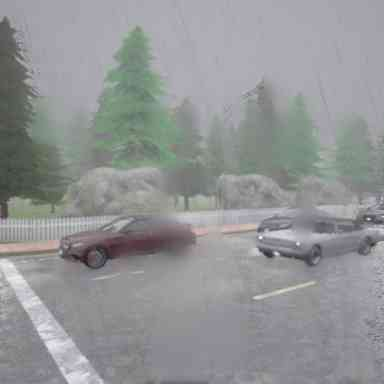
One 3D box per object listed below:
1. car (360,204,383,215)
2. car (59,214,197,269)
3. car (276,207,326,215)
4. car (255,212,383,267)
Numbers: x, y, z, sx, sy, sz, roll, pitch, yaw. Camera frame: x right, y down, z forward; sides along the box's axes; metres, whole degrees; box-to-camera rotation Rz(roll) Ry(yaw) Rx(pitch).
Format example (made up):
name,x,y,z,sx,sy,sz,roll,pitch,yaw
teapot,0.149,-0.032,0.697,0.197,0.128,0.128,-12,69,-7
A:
name,x,y,z,sx,sy,sz,roll,pitch,yaw
car,12.435,1.459,21.456,4.181,1.385,1.994,0,0,-35
car,-1.981,1.508,11.214,4.674,1.442,1.812,0,0,-35
car,5.304,1.464,16.374,4.674,1.442,1.812,0,0,-35
car,4.379,1.558,11.406,4.718,1.301,1.895,0,0,-35
